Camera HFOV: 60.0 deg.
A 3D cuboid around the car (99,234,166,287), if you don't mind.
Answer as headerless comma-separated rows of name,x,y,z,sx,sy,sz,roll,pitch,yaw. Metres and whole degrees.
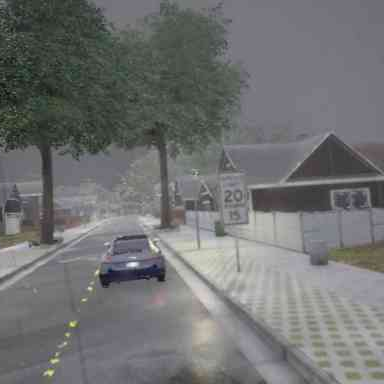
car,-2.031,2.140,11.410,1.994,1.385,4.181,-4,-2,-10
